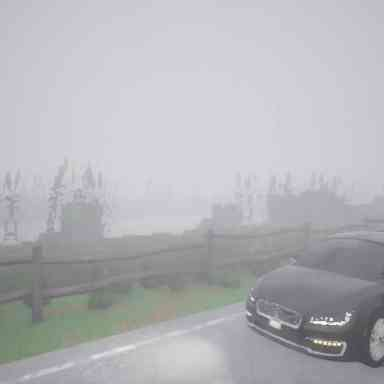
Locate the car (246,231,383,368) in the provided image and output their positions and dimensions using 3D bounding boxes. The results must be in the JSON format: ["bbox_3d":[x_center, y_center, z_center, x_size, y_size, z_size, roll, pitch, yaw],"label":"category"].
[{"bbox_3d":[3.075,1.509,5.853,4.892,1.490,1.837,0,0,-36],"label":"car"}]
